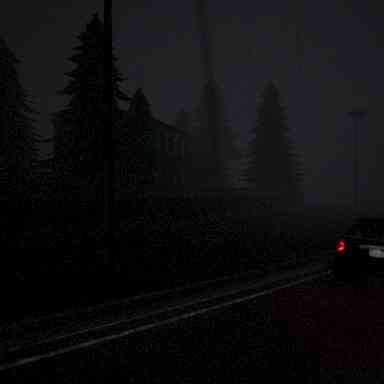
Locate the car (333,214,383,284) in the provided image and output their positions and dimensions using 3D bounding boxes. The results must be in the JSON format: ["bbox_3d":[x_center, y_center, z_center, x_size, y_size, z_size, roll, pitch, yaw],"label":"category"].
[{"bbox_3d":[5.528,1.351,8.599,4.553,1.767,2.097,0,0,-43],"label":"car"}]
